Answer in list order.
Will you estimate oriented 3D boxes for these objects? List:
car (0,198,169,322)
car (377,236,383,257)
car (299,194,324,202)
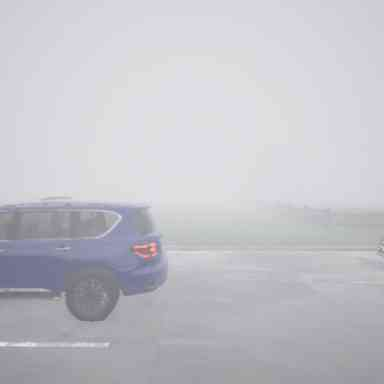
[{"bbox_3d":[-3.255,1.220,6.764,5.566,2.045,2.150,0,0,1],"label":"car"},{"bbox_3d":[8.324,1.530,10.139,4.892,1.490,1.837,0,0,1],"label":"car"},{"bbox_3d":[22.970,1.311,64.015,4.605,1.855,1.932,0,0,1],"label":"car"}]
